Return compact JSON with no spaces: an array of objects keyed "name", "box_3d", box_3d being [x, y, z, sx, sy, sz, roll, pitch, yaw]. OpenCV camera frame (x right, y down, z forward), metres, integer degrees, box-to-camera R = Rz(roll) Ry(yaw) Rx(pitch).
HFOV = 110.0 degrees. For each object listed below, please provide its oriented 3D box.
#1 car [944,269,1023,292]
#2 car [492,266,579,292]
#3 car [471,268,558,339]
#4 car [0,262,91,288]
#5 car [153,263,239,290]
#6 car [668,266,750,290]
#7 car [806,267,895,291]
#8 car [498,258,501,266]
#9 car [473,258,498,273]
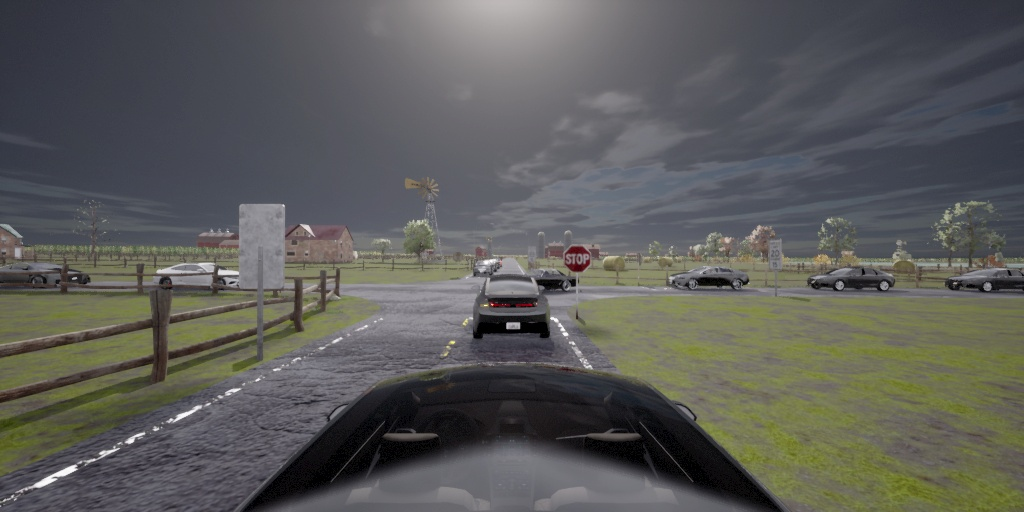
[{"name":"car","box_3d":[31.689,1.587,23.716,4.892,1.490,1.837,1,-1,-1]},{"name":"car","box_3d":[1.488,1.369,20.178,4.718,1.301,1.895,1,0,-35]},{"name":"car","box_3d":[-0.079,1.256,10.131,1.837,1.490,4.892,0,0,-2]},{"name":"car","box_3d":[-26.374,1.048,19.950,4.181,1.385,1.994,1,-1,-1]},{"name":"car","box_3d":[-17.255,1.104,20.077,4.674,1.442,1.812,1,-1,-1]},{"name":"car","box_3d":[12.785,1.396,23.413,4.902,1.511,2.128,1,-1,-2]},{"name":"car","box_3d":[22.187,1.499,23.589,4.892,1.490,1.837,1,-1,-1]},{"name":"car","box_3d":[-2.878,1.241,46.262,2.128,1.511,4.902,0,0,0]},{"name":"car","box_3d":[-2.880,1.243,36.816,2.128,1.511,4.902,0,0,0]}]
